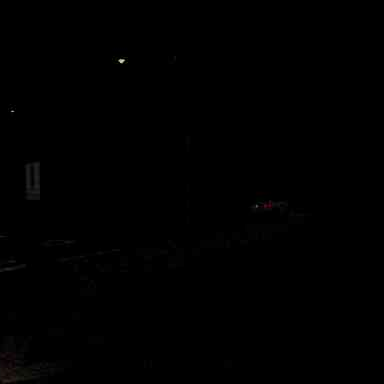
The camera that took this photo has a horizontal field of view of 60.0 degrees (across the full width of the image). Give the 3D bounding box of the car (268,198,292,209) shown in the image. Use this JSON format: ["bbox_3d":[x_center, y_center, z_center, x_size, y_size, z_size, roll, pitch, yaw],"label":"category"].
[{"bbox_3d":[13.068,1.614,49.094,1.812,1.442,4.674,-1,-1,35],"label":"car"}]

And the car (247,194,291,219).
[{"bbox_3d":[6.741,1.209,28.927,2.150,2.045,5.566,-1,0,35],"label":"car"}]
